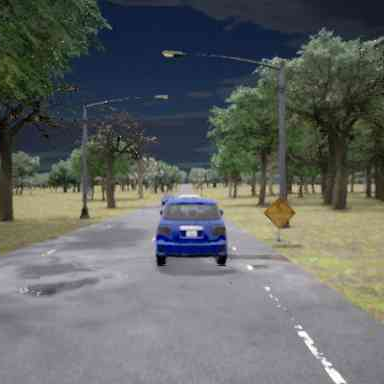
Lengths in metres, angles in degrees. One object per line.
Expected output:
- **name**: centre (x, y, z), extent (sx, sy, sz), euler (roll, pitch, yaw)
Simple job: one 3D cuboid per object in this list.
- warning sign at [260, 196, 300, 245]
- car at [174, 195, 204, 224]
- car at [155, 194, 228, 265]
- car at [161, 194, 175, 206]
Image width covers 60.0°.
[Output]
- **warning sign**: centre (3.506, 1.122, 13.384), extent (1.300, 1.860, 1.060), euler (1, 1, -1)
- **car**: centre (-0.209, 1.269, 26.894), extent (2.150, 2.045, 5.566), euler (0, 0, 0)
- **car**: centre (-0.016, 1.228, 11.794), extent (2.150, 2.045, 5.566), euler (0, 0, 0)
- **car**: centre (-4.198, 1.354, 58.478), extent (2.150, 2.045, 5.566), euler (0, 0, 0)
